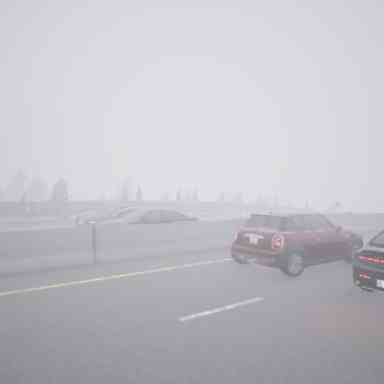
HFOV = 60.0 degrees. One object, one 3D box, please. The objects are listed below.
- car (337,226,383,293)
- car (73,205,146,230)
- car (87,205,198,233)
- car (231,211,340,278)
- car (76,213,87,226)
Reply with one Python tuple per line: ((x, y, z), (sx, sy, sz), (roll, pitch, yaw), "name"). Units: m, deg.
((5.682, 1.530, 7.798), (4.892, 1.490, 1.837), (0, 0, -35), "car")
((-5.345, 1.585, 21.673), (4.181, 1.385, 1.994), (0, 0, -35), "car")
((-1.985, 1.497, 15.472), (5.008, 1.535, 1.882), (0, 0, -35), "car")
((3.451, 1.376, 10.506), (4.553, 1.767, 2.097), (0, 0, -35), "car")
((-3.736, 1.511, 18.522), (4.902, 1.511, 2.128), (0, 0, -35), "car")
